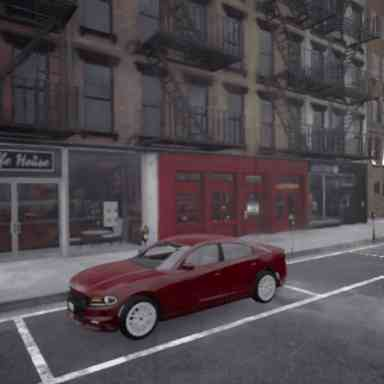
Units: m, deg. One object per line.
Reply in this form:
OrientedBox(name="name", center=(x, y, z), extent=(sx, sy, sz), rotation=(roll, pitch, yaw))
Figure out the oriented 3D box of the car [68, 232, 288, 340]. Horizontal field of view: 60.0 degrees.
OrientedBox(name="car", center=(-0.056, 1.527, 6.504), extent=(4.507, 1.381, 1.887), rotation=(0, 0, -36))
